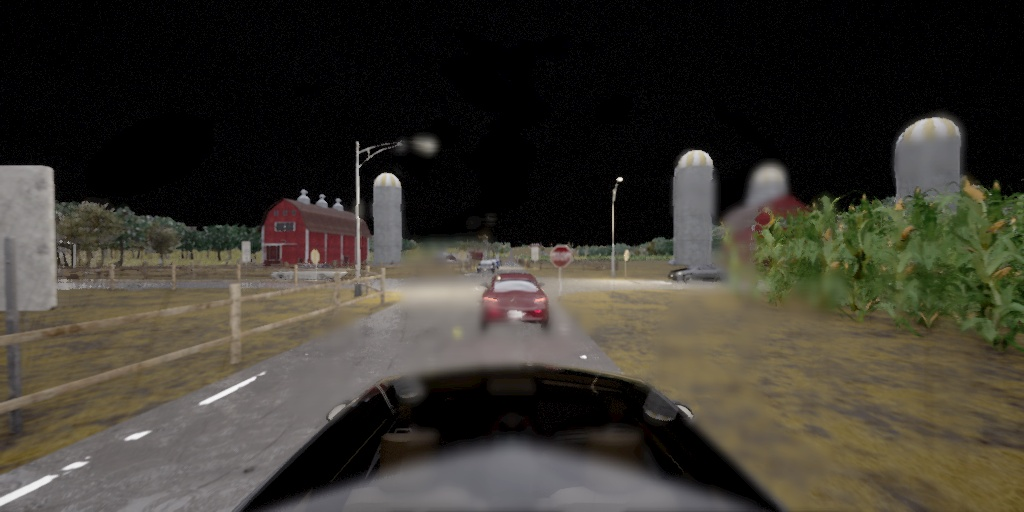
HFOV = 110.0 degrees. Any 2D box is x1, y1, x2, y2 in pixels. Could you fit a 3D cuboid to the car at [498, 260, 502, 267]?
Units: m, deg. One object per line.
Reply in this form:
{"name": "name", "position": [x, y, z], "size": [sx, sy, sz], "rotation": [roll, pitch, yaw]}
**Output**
{"name": "car", "position": [-2.855, 1.134, 51.670], "size": [1.812, 1.442, 4.674], "rotation": [0, 0, 0]}

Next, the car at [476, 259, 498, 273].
{"name": "car", "position": [-2.856, 1.143, 40.315], "size": [1.812, 1.442, 4.674], "rotation": [0, 0, 0]}

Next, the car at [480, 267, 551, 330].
{"name": "car", "position": [0.048, 1.216, 10.697], "size": [1.812, 1.442, 4.674], "rotation": [0, 0, -2]}

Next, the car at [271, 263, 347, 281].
{"name": "car", "position": [-14.931, 1.194, 26.419], "size": [4.718, 1.301, 1.895], "rotation": [0, 1, 0]}

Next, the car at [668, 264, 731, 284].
{"name": "car", "position": [13.685, 1.260, 26.210], "size": [4.181, 1.385, 1.994], "rotation": [0, 1, 0]}
